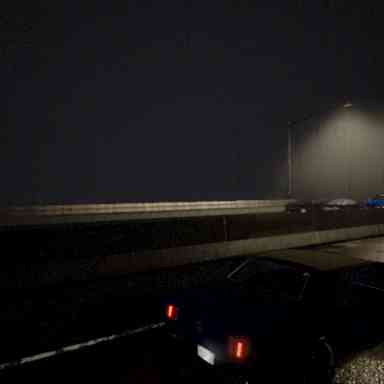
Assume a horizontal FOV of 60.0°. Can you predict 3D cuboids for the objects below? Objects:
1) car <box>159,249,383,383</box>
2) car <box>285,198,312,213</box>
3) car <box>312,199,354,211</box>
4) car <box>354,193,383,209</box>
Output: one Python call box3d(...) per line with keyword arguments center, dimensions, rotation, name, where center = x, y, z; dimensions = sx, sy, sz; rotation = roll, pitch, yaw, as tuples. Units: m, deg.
box3d(center=(1.969, 1.586, 5.133), dimensions=(4.718, 1.301, 1.895), rotation=(0, 0, -35), name="car")
box3d(center=(11.397, 1.399, 33.290), dimensions=(5.008, 1.535, 1.882), rotation=(0, 0, -34), name="car")
box3d(center=(13.777, 1.412, 30.681), dimensions=(4.902, 1.511, 2.128), rotation=(0, 0, -34), name="car")
box3d(center=(16.623, 1.143, 28.393), dimensions=(5.566, 2.045, 2.150), rotation=(0, 0, -35), name="car")
